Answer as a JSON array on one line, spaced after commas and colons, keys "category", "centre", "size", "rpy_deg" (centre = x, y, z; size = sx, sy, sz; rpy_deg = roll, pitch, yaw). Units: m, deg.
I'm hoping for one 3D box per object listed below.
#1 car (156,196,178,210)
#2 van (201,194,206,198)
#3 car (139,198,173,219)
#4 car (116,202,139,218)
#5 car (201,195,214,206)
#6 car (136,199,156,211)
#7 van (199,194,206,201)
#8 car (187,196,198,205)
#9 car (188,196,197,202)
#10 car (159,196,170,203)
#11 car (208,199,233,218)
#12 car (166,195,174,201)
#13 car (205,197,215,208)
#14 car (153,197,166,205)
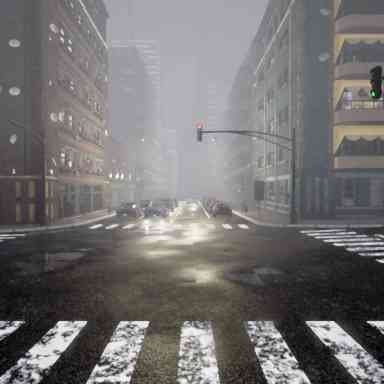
[{"category": "car", "centre": [-3.068, 1.510, 39.941], "size": [1.837, 1.490, 4.892], "rpy_deg": [0, 0, 0]}, {"category": "van", "centre": [2.721, 1.353, 52.393], "size": [1.690, 1.788, 3.998], "rpy_deg": [0, 0, 0]}, {"category": "car", "centre": [-3.079, 1.549, 29.823], "size": [2.033, 1.411, 5.357], "rpy_deg": [0, 0, 0]}, {"category": "car", "centre": [-5.674, 1.568, 30.317], "size": [1.947, 1.339, 4.313], "rpy_deg": [0, 0, 0]}, {"category": "car", "centre": [2.719, 1.554, 46.869], "size": [1.887, 1.381, 4.507], "rpy_deg": [0, 0, 0]}, {"category": "car", "centre": [-5.666, 1.572, 41.364], "size": [1.947, 1.339, 4.313], "rpy_deg": [0, 0, 0]}, {"category": "van", "centre": [2.745, 1.377, 85.534], "size": [1.690, 1.788, 3.998], "rpy_deg": [-1, 0, 0]}, {"category": "car", "centre": [0.044, 1.542, 59.757], "size": [1.812, 1.442, 4.674], "rpy_deg": [0, 0, 0]}, {"category": "car", "centre": [0.052, 1.451, 69.792], "size": [1.895, 1.301, 4.718], "rpy_deg": [0, 0, 0]}, {"category": "car", "centre": [-5.646, 1.604, 68.982], "size": [1.802, 1.307, 4.206], "rpy_deg": [0, 0, 0]}, {"category": "car", "centre": [2.707, 1.584, 30.299], "size": [1.802, 1.307, 4.206], "rpy_deg": [0, 0, 0]}, {"category": "car", "centre": [-5.635, 1.561, 85.382], "size": [1.752, 1.417, 4.829], "rpy_deg": [0, 0, 0]}, {"category": "car", "centre": [2.711, 1.570, 35.822], "size": [1.947, 1.339, 4.313], "rpy_deg": [0, 0, 0]}, {"category": "car", "centre": [-5.654, 1.560, 57.935], "size": [1.887, 1.381, 4.507], "rpy_deg": [0, 0, 0]}]
